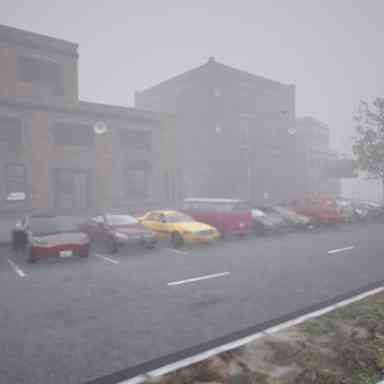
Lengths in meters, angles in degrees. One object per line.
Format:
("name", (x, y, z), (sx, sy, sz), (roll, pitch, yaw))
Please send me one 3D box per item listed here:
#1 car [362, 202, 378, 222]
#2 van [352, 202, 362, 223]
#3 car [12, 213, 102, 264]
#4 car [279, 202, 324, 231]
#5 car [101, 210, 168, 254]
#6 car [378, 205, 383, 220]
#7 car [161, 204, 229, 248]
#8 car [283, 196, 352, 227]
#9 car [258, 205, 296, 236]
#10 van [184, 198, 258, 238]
("car", (11.516, 1.429, 26.109), (2.185, 1.767, 4.553), (0, 0, -40))
("van", (9.503, 1.331, 24.220), (1.878, 1.987, 4.442), (0, 0, -40))
("car", (-5.386, 1.548, 12.424), (2.163, 1.488, 4.792), (0, 0, -36))
("car", (5.259, 1.587, 20.763), (2.163, 1.488, 4.792), (0, 0, -39))
("car", (-3.222, 1.571, 14.091), (2.002, 1.452, 4.674), (0, 0, -37))
("car", (13.647, 1.551, 27.856), (2.231, 1.521, 4.892), (0, 0, -40))
("car", (-0.942, 1.536, 15.603), (1.946, 1.575, 5.366), (0, 0, -38))
("car", (7.314, 1.308, 22.557), (2.435, 2.045, 5.566), (0, 0, -40))
("car", (3.216, 1.594, 19.129), (2.002, 1.452, 4.674), (0, 0, -39))
("van", (1.022, 1.323, 17.529), (1.878, 1.987, 4.442), (0, 0, -38))
